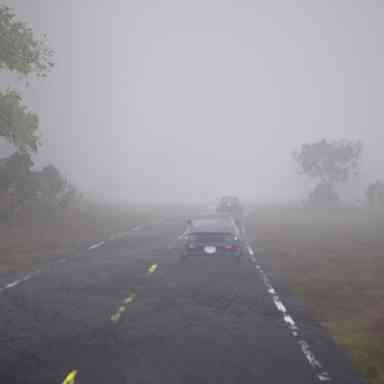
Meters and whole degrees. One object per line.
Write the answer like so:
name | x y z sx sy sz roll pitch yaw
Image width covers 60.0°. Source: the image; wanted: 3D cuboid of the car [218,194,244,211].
car | 3.531 1.096 29.729 2.097 1.767 4.553 0 0 12

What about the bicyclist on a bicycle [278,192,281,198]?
bicyclist on a bicycle | 23.320 0.747 88.358 0.582 1.620 1.656 0 0 19

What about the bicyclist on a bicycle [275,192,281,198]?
bicyclist on a bicycle | 20.384 0.796 79.848 0.866 1.612 1.509 0 0 19

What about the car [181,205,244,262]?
car | 0.731 1.421 11.614 1.812 1.442 4.674 0 1 5

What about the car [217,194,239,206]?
car | 5.311 1.092 47.971 2.128 1.511 4.902 0 0 18
